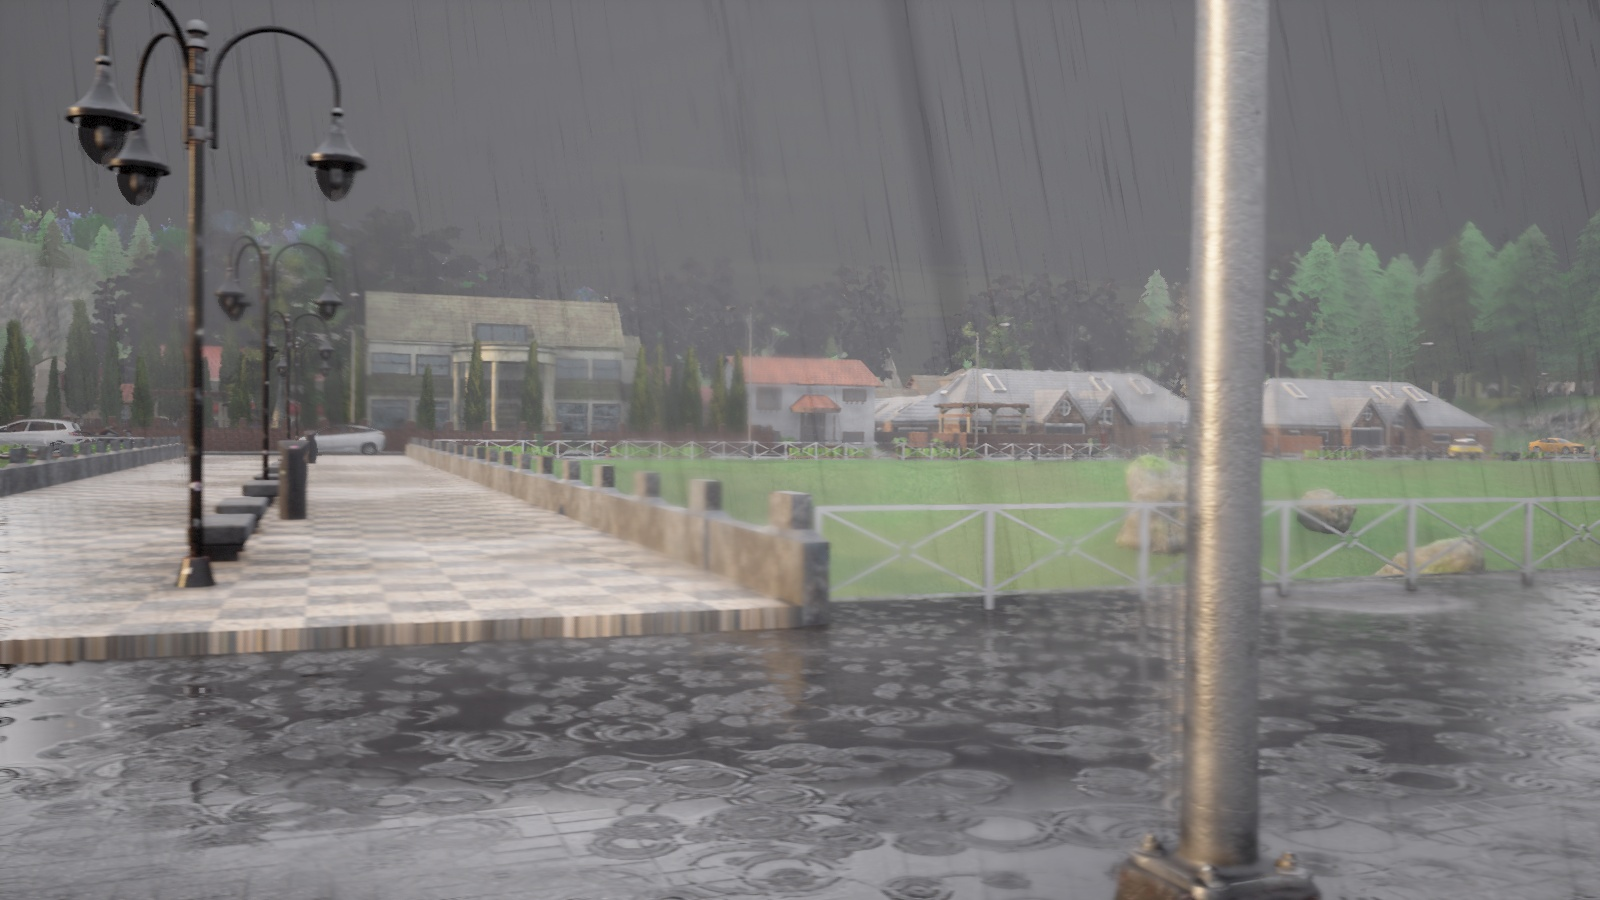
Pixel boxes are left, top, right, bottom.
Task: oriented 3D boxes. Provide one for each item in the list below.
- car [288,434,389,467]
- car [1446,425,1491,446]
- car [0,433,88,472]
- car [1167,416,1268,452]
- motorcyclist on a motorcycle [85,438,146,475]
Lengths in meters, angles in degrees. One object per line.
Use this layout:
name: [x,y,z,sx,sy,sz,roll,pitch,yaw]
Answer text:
car: [-22.483,-0.008,61.210,4.514,1.525,2.007,-1,1,-21]
car: [43.685,-0.954,82.037,2.207,1.376,1.481,-1,1,-21]
car: [-34.863,0.100,56.512,4.611,1.667,2.242,-1,1,-21]
car: [24.907,-0.971,74.909,5.566,2.045,2.150,-1,1,-21]
motorcyclist on a motorcycle: [-29.556,0.270,54.249,2.191,1.530,0.866,-1,1,-21]
